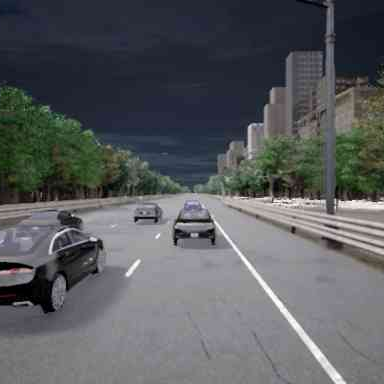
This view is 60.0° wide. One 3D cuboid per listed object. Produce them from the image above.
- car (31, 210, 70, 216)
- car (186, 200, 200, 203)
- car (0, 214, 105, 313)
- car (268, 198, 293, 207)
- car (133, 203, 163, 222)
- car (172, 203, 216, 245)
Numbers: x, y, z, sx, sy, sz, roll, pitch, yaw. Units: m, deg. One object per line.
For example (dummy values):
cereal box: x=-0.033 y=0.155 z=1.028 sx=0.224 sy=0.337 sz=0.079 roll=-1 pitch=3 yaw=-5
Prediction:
car: x=-6.899 y=1.581 z=16.530 sx=1.994 sy=1.385 sz=4.181 roll=0 pitch=0 yaw=0
car: x=0.102 y=1.555 z=33.589 sx=1.812 sy=1.442 sz=4.674 roll=0 pitch=0 yaw=0
car: x=-3.397 y=1.502 z=7.651 sx=2.128 sy=1.511 sz=4.902 roll=0 pitch=0 yaw=0
car: x=14.565 y=1.670 z=55.356 sx=2.163 sy=1.488 sz=4.792 roll=0 pitch=0 yaw=-30
car: x=-3.399 y=1.571 z=26.415 sx=2.033 sy=1.411 sz=5.357 roll=0 pitch=0 yaw=0
car: x=0.101 y=1.508 z=15.686 sx=2.128 sy=1.511 sz=4.902 roll=0 pitch=0 yaw=0
